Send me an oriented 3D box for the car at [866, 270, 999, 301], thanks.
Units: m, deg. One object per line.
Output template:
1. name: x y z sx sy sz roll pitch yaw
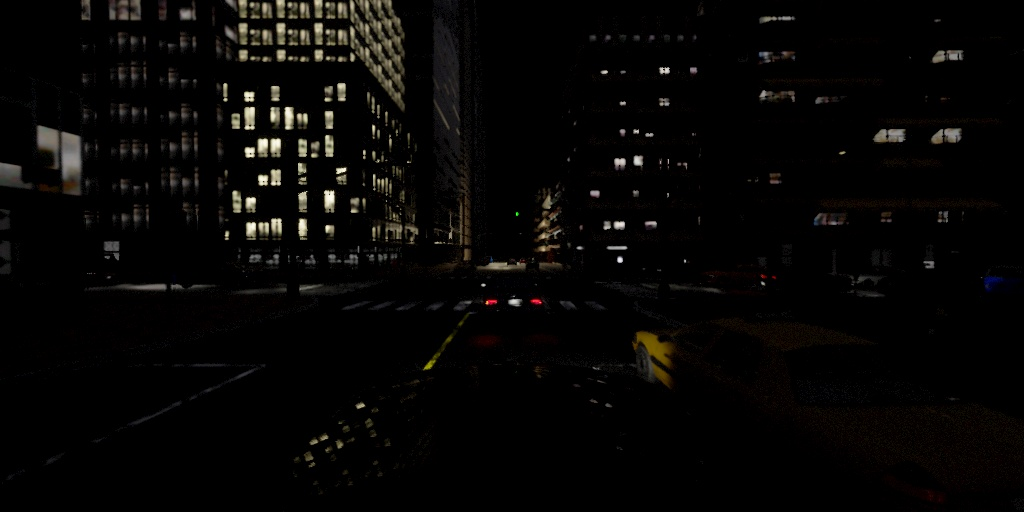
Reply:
1. car: 21.716 1.555 18.669 4.313 1.339 1.948 0 0 1

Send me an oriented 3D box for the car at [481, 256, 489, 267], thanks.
1. car: -5.692 1.209 64.558 1.888 1.381 4.507 0 0 0

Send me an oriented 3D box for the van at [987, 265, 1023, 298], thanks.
1. van: 27.248 1.376 18.592 3.998 1.789 1.690 0 0 1

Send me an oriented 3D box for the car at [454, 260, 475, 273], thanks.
1. car: -5.692 1.219 41.770 1.751 1.417 4.829 0 0 0

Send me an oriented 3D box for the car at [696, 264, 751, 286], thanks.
1. car: 15.521 1.312 24.536 5.008 1.535 1.882 0 1 1

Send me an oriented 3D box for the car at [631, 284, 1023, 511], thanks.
1. car: 2.819 1.272 4.155 1.751 1.417 4.829 0 0 0

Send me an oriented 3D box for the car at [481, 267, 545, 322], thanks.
1. car: -0.063 1.282 12.133 2.033 1.411 5.357 0 0 -3

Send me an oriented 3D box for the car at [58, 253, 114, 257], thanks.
1. car: -33.614 0.682 27.825 5.009 1.841 2.192 0 0 1

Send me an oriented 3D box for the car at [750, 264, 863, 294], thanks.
1. car: 17.378 1.411 21.339 4.892 1.490 1.837 0 1 1

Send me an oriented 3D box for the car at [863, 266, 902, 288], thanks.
1. car: 24.948 1.513 24.408 4.718 1.301 1.895 0 1 1

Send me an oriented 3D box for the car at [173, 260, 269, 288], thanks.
1. car: -17.582 1.088 21.801 5.008 1.535 1.882 0 1 0

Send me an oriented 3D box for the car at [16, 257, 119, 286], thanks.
1. car: -27.077 1.019 21.931 4.902 1.511 2.128 1 1 1

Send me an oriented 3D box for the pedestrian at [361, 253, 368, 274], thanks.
1. pedestrian: -12.549 0.639 30.455 0.375 1.860 0.375 0 1 1

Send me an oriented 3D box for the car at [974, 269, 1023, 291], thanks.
1. car: 34.863 1.595 24.260 4.718 1.301 1.895 0 1 1

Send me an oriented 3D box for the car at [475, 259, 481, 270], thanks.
1. car: -5.692 1.252 47.594 1.948 1.339 4.313 0 0 0

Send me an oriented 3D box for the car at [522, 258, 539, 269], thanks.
1. car: 2.688 1.236 47.595 2.007 1.370 4.403 0 0 0
